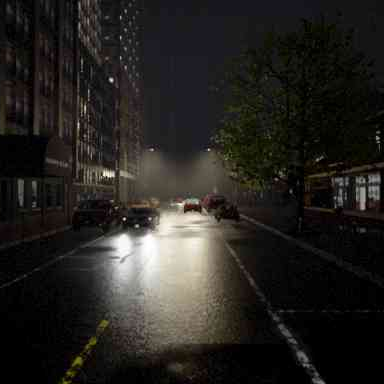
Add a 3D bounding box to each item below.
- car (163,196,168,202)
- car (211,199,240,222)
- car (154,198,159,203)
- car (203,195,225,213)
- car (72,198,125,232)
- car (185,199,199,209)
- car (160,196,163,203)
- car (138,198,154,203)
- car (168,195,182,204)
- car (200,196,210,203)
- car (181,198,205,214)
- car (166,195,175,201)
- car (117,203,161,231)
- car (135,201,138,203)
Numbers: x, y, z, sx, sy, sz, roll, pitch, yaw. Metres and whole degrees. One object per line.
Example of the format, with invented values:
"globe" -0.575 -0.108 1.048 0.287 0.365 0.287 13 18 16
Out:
"car" -5.656 1.564 70.384 1.947 1.339 4.313 1 0 0
"car" 2.710 1.537 26.186 1.752 1.417 4.829 1 0 0
"car" -5.666 1.577 42.656 1.947 1.339 4.313 1 0 0
"car" 2.717 1.327 37.108 2.192 1.841 5.009 1 0 0
"car" -5.669 1.326 20.471 2.192 1.841 5.009 1 0 0
"car" 0.059 1.612 46.454 1.895 1.301 4.718 0 0 0
"car" -5.663 1.536 48.031 1.752 1.417 4.829 1 0 0
"car" -5.667 1.538 36.938 1.752 1.417 4.829 1 0 0
"car" -3.013 1.353 64.496 2.097 1.767 4.553 0 0 1
"car" 2.724 1.564 70.384 1.947 1.339 4.313 1 0 0
"car" 0.099 1.613 36.193 1.895 1.301 4.718 0 0 0
"car" -5.651 1.547 87.022 1.947 1.339 4.313 1 0 0
"car" -3.094 1.612 20.929 1.895 1.301 4.718 0 0 0
"car" -5.670 1.537 25.846 1.752 1.417 4.829 1 0 0
